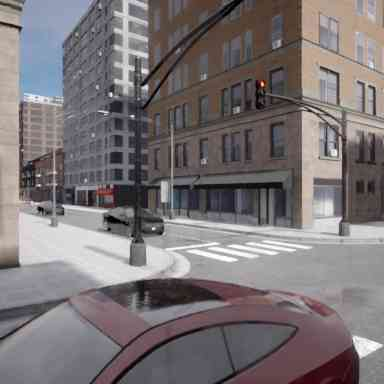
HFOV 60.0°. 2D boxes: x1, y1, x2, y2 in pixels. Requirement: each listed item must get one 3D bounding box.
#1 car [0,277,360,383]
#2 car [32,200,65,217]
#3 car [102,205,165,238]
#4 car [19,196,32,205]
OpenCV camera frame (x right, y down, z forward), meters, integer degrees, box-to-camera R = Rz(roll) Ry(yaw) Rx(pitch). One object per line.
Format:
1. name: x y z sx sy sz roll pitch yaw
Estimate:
1. car: -0.505 1.527 2.562 4.674 1.442 1.812 0 0 -36
2. car: -14.370 1.629 33.690 1.882 1.535 5.008 0 0 -36
3. car: -3.374 1.547 18.595 1.882 1.535 5.008 0 0 -36
4. car: -23.598 1.232 46.505 2.097 1.767 4.553 0 0 -36
